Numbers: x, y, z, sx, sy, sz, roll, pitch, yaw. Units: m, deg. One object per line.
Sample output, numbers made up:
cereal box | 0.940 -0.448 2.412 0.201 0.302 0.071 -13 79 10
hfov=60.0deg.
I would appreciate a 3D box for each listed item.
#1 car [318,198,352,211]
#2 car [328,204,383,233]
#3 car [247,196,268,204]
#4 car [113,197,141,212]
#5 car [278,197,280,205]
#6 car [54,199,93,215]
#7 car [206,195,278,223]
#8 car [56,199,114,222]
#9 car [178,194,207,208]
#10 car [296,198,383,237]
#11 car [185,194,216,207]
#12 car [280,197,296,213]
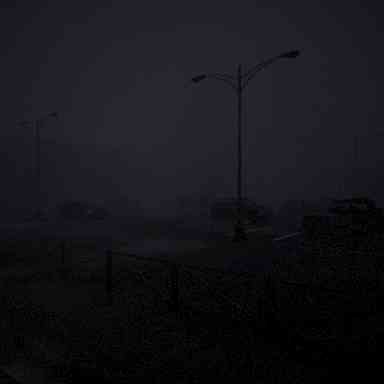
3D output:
car | 18.102 1.511 42.260 3.633 1.501 1.845 0 0 38
car | 10.395 1.553 19.842 3.806 1.475 1.970 0 0 38
car | 12.808 1.565 65.394 3.633 1.501 1.845 0 0 38
car | -8.079 1.345 38.206 5.027 1.636 2.152 0 0 38
car | 16.822 1.576 58.478 3.806 1.475 1.970 0 0 38
car | -11.774 1.424 32.950 3.806 1.475 1.970 0 0 38
car | 3.689 1.289 25.032 4.605 1.855 1.932 0 0 38
car | -8.473 1.490 25.724 4.514 1.523 2.007 0 0 38
car | -0.203 1.268 48.289 3.866 1.878 1.905 0 0 38
car | 7.867 1.269 17.599 3.866 1.878 1.905 0 0 38
car | 1.260 1.289 50.833 4.605 1.855 1.932 0 0 38
car | 11.917 1.490 34.411 4.514 1.523 2.007 0 0 38
